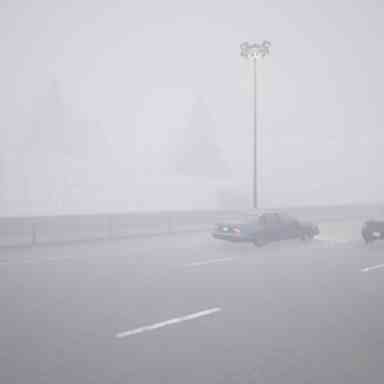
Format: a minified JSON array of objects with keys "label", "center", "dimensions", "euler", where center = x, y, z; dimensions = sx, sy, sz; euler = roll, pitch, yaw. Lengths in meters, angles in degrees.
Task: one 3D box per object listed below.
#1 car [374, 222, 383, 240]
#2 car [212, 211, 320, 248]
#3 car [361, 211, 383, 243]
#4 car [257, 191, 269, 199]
[{"label":"car","center":[7.452,1.549,9.130],"dimensions":[5.357,1.411,2.033],"euler":[0,0,-35]},{"label":"car","center":[3.406,1.549,14.842],"dimensions":[5.357,1.411,2.033],"euler":[0,0,-35]},{"label":"car","center":[9.306,1.528,14.709],"dimensions":[4.674,1.442,1.812],"euler":[0,0,-35]},{"label":"car","center":[18.878,0.884,91.081],"dimensions":[2.150,2.045,5.566],"euler":[0,2,-16]}]
